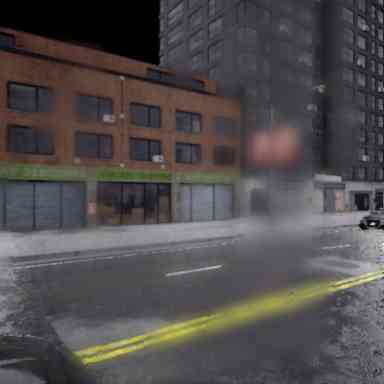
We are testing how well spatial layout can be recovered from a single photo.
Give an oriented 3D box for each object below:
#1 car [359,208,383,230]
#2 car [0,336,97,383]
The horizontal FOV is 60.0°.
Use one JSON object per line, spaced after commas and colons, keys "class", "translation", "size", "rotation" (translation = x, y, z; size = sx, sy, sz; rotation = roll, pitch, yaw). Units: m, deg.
{"class": "car", "translation": [11.991, 1.658, 20.213], "size": [4.181, 1.385, 1.994], "rotation": [0, 0, -35]}
{"class": "car", "translation": [-2.812, 1.498, 1.435], "size": [4.892, 1.490, 1.837], "rotation": [0, 0, -35]}
